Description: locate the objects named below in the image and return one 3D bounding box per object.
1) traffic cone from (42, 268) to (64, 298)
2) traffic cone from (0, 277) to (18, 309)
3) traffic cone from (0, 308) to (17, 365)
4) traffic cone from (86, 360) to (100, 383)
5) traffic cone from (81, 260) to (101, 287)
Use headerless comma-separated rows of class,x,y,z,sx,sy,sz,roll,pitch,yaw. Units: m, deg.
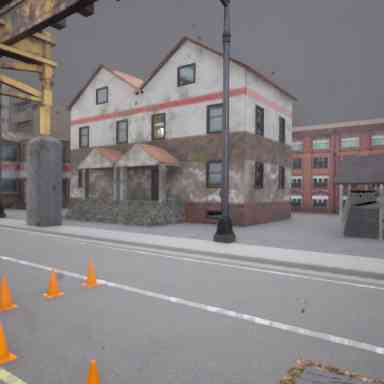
traffic cone,-3.026,1.953,7.248,0.340,0.580,0.340,0,0,36
traffic cone,-3.615,1.953,6.440,0.340,0.580,0.340,0,0,36
traffic cone,-2.589,1.955,4.453,0.340,0.580,0.340,0,0,36
traffic cone,-0.973,1.956,3.275,0.340,0.580,0.340,0,0,36
traffic cone,-2.437,1.953,8.055,0.340,0.580,0.340,0,0,36
